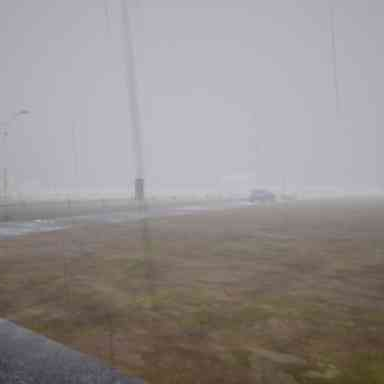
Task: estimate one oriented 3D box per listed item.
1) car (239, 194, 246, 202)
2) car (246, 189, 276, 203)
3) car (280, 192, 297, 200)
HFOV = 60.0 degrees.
[{"bbox_3d":[9.130,0.850,52.212,1.812,1.442,4.674,0,1,35],"label":"car"},{"bbox_3d":[10.500,0.564,49.192,2.150,2.045,5.566,0,0,34],"label":"car"},{"bbox_3d":[17.236,0.710,59.188,1.812,1.442,4.674,0,1,34],"label":"car"}]
